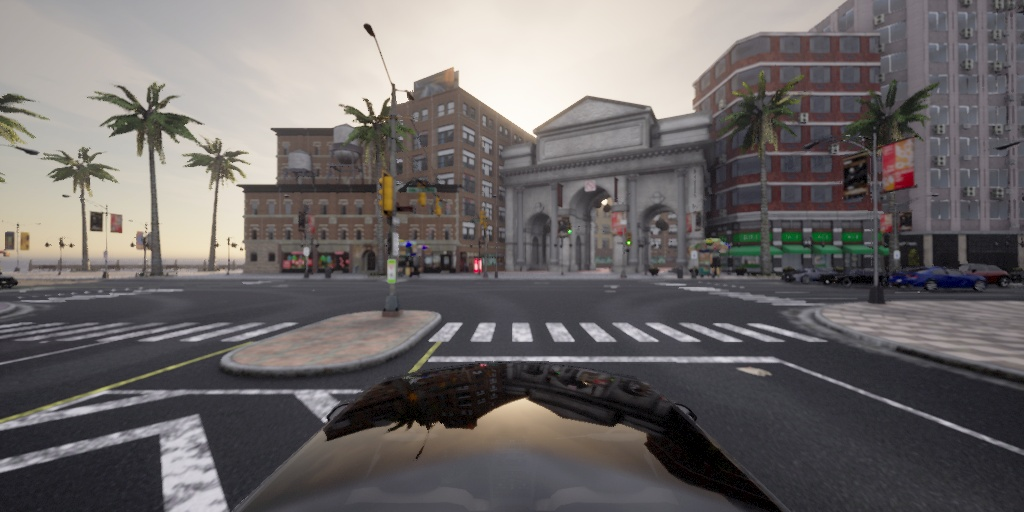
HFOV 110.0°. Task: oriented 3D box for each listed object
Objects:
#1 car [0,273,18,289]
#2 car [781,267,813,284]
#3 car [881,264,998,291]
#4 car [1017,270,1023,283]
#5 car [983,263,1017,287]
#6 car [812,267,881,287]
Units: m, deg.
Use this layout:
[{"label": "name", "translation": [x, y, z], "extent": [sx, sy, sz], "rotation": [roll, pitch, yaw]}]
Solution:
[{"label": "car", "translation": [-36.347, 1.506, 23.988], "extent": [4.892, 1.490, 1.837], "rotation": [0, -1, 0]}, {"label": "car", "translation": [25.601, 1.637, 30.675], "extent": [4.181, 1.385, 1.994], "rotation": [0, -1, 1]}, {"label": "car", "translation": [27.843, 1.470, 23.487], "extent": [5.008, 1.535, 1.882], "rotation": [0, -1, 0]}, {"label": "car", "translation": [44.757, 1.568, 29.854], "extent": [4.892, 1.490, 1.837], "rotation": [0, -1, 8]}, {"label": "car", "translation": [34.071, 1.384, 27.033], "extent": [4.553, 1.767, 2.097], "rotation": [0, -1, 2]}, {"label": "car", "translation": [26.116, 1.635, 27.187], "extent": [4.718, 1.301, 1.895], "rotation": [0, -1, 1]}]
